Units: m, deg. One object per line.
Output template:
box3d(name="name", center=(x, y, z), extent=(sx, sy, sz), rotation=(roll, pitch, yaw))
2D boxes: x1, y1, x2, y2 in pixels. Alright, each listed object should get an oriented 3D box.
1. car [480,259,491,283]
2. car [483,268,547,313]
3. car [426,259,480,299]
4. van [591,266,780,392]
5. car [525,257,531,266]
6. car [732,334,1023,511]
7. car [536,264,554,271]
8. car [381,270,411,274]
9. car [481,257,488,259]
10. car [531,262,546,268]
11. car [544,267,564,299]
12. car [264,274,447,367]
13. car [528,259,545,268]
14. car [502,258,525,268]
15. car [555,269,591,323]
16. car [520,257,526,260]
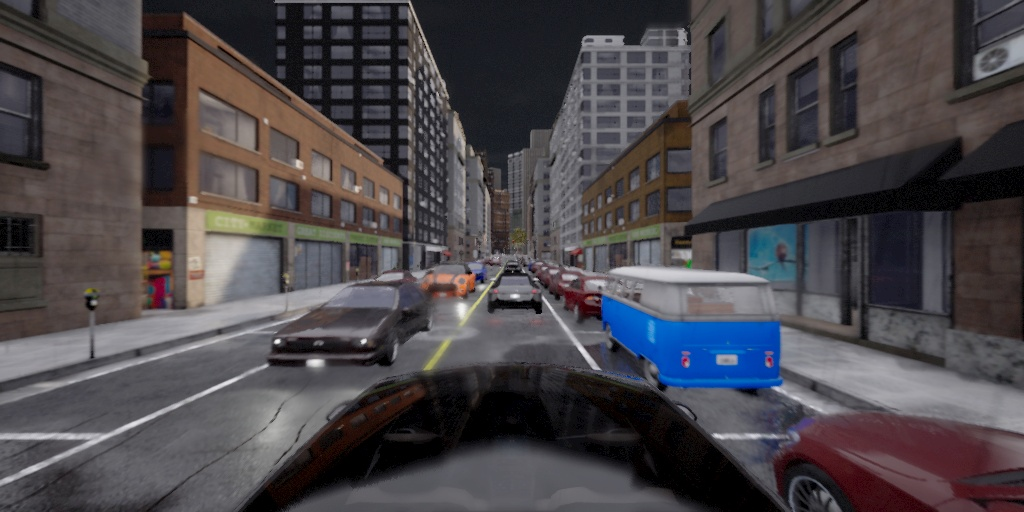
box3d(name="car", center=(-2.988, 1.262, 28.299), extent=(1.882, 1.535, 5.008), rotation=(0, 0, 0))
box3d(name="car", center=(0.107, 1.346, 14.280), extent=(1.994, 1.385, 4.181), rotation=(0, 0, 0))
box3d(name="car", center=(-3.048, 1.138, 18.243), extent=(2.097, 1.767, 4.553), rotation=(0, 0, 1))
box3d(name="van", center=(2.765, 1.103, 6.456), extent=(1.690, 1.789, 3.998), rotation=(0, 0, 0))
box3d(name="car", center=(3.161, 1.228, 48.060), extent=(1.882, 1.535, 5.008), rotation=(0, 0, 0))
box3d(name="car", center=(2.763, 1.330, 0.904), extent=(1.802, 1.307, 4.207), rotation=(0, 0, 0))
box3d(name="car", center=(2.773, 1.370, 23.116), extent=(1.802, 1.307, 4.207), rotation=(0, 0, 0))
box3d(name="car", center=(-5.755, 1.368, 17.571), extent=(1.802, 1.307, 4.207), rotation=(0, 0, 0))
box3d(name="car", center=(-5.735, 1.268, 61.997), extent=(1.888, 1.381, 4.507), rotation=(0, 0, 0))
box3d(name="car", center=(2.775, 1.365, 28.672), extent=(1.802, 1.307, 4.207), rotation=(0, 0, 0))
box3d(name="car", center=(2.770, 1.368, 17.564), extent=(1.802, 1.307, 4.207), rotation=(0, 0, 0))
box3d(name="car", center=(-3.090, 1.314, 8.317), extent=(2.033, 1.411, 5.357), rotation=(0, 0, 0))
box3d(name="car", center=(3.167, 1.288, 41.061), extent=(1.812, 1.442, 4.674), rotation=(0, 0, 0))
box3d(name="car", center=(0.086, 1.276, 37.115), extent=(1.837, 1.490, 4.892), rotation=(0, 1, 0))
box3d(name="car", center=(2.768, 1.321, 12.007), extent=(1.888, 1.381, 4.507), rotation=(0, 0, 0))
box3d(name="car", center=(2.790, 1.289, 61.986), extent=(1.948, 1.339, 4.313), rotation=(0, 0, 0))
